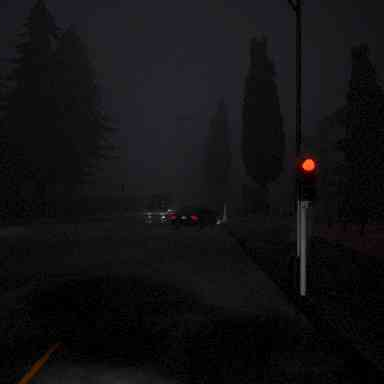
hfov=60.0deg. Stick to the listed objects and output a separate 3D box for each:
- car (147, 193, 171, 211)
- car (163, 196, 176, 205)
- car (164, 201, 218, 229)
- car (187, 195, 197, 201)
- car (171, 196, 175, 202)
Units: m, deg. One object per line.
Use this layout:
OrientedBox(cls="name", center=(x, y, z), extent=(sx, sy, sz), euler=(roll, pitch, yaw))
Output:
OrientedBox(cls="car", center=(-4.141, 1.221, 40.760), extent=(2.150, 2.045, 5.566), euler=(0, 0, 0))
OrientedBox(cls="car", center=(-4.090, 1.547, 61.899), extent=(2.033, 1.411, 5.357), euler=(0, 0, 0))
OrientedBox(cls="car", center=(0.269, 1.547, 21.831), extent=(2.033, 1.411, 5.357), euler=(0, 0, 18))
OrientedBox(cls="car", center=(-0.020, 1.550, 73.122), extent=(2.097, 1.767, 4.553), euler=(0, 0, 0))
OrientedBox(cls="car", center=(-4.136, 1.221, 51.197), extent=(2.150, 2.045, 5.566), euler=(0, 0, 0))
